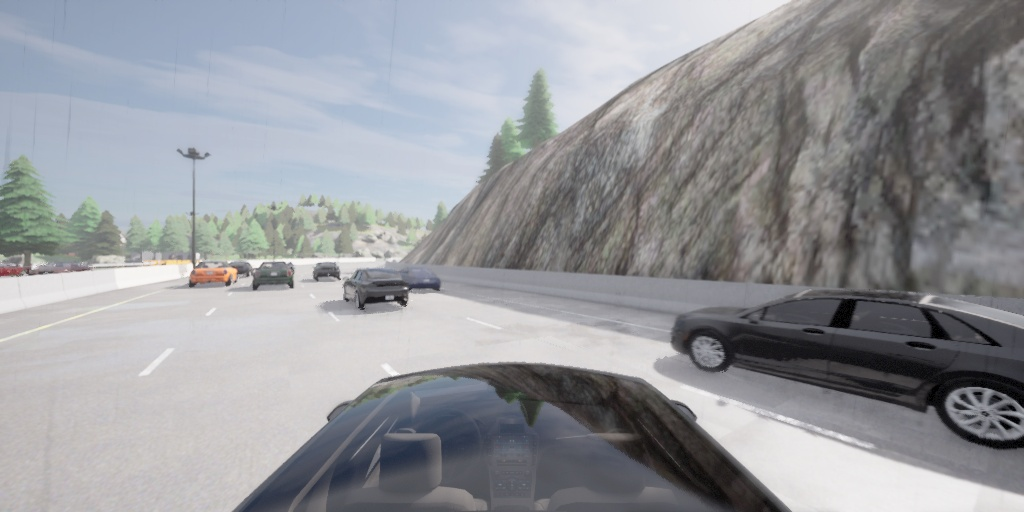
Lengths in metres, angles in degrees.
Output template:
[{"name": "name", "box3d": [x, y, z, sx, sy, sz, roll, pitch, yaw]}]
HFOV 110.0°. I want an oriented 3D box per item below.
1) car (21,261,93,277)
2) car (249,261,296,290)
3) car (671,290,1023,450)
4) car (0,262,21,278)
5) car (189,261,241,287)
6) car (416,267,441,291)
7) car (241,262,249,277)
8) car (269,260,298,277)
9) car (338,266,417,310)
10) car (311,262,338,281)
[{"name": "car", "box3d": [-34.383, 1.106, 27.465, 1.994, 1.385, 4.181, 0, 0, -29]}, {"name": "car", "box3d": [-15.266, 1.101, 23.018, 2.097, 1.767, 4.553, 0, 0, -33]}, {"name": "car", "box3d": [4.906, 1.257, 5.388, 1.837, 1.490, 4.892, 0, 0, -34]}, {"name": "car", "box3d": [-37.436, 1.060, 25.754, 1.895, 1.301, 4.718, 0, 0, -29]}, {"name": "car", "box3d": [-20.426, 1.100, 24.716, 2.097, 1.767, 4.553, 0, 0, -32]}, {"name": "car", "box3d": [-5.800, 1.314, 21.320, 1.994, 1.385, 4.181, 0, 0, -34]}, {"name": "car", "box3d": [-25.844, 1.253, 34.155, 1.837, 1.490, 4.892, 0, 0, -29]}, {"name": "car", "box3d": [-23.142, 1.239, 36.504, 2.128, 1.511, 4.902, 0, 0, -28]}, {"name": "car", "box3d": [-5.783, 1.254, 15.007, 1.837, 1.490, 4.892, 0, 0, -34]}, {"name": "car", "box3d": [-15.836, 1.252, 30.611, 1.837, 1.490, 4.892, 0, 0, -31]}]
